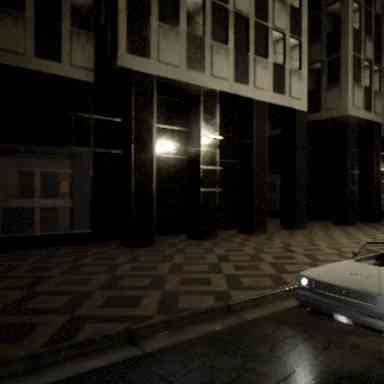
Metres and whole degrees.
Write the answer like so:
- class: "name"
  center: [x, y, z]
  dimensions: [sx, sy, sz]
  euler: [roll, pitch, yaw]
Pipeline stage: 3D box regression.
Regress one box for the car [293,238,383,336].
- class: "car"
  center: [4.053, 1.589, 6.272]
  dimensions: [4.718, 1.301, 1.895]
  euler: [0, 0, -36]
